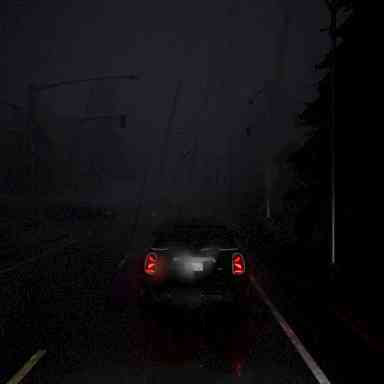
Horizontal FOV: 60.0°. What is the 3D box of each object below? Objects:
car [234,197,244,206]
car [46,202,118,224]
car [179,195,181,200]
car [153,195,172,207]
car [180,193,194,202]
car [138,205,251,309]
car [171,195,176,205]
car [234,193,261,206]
[{"bbox_3d":[8.915,1.144,48.761,4.605,1.855,1.932,0,0,-1],"label":"car"},{"bbox_3d":[-7.837,1.477,23.874,4.902,1.511,2.128,0,0,1],"label":"car"},{"bbox_3d":[-2.115,1.158,83.545,2.097,1.767,4.553,0,0,-13],"label":"car"},{"bbox_3d":[-3.986,1.496,43.622,1.812,1.442,4.674,0,0,0],"label":"car"},{"bbox_3d":[-0.841,1.555,73.411,1.895,1.301,4.718,0,0,-7],"label":"car"},{"bbox_3d":[0.072,1.352,8.047,2.097,1.767,4.553,0,0,1],"label":"car"},{"bbox_3d":[-4.045,1.474,52.794,1.837,1.490,4.892,0,0,0],"label":"car"},{"bbox_3d":[8.504,1.146,51.272,3.866,1.878,1.905,0,0,-1],"label":"car"}]
